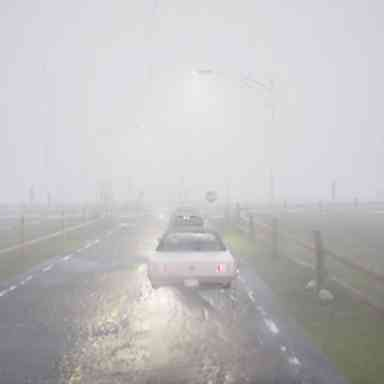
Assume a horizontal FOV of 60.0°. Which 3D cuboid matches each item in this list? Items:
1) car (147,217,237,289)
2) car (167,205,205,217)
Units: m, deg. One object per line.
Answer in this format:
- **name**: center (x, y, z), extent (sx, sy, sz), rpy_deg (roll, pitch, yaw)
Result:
- **car**: center (-0.042, 1.600, 9.103), extent (1.895, 1.301, 4.718), rpy_deg (0, 0, -1)
- **car**: center (-0.333, 1.508, 18.703), extent (1.837, 1.490, 4.892), rpy_deg (0, 0, -2)
